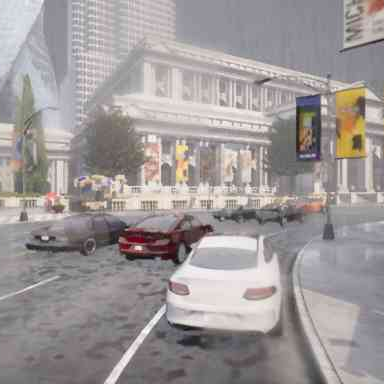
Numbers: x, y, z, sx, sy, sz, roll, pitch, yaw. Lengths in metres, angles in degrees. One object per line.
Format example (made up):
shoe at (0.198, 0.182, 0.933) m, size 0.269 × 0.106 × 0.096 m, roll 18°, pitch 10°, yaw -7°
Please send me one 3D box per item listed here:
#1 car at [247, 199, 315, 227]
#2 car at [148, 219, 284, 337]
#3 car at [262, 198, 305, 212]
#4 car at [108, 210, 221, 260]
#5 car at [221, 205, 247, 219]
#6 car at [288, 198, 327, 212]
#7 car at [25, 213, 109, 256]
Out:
car at (6.249, 1.496, 22.939) m, size 2.128 × 1.511 × 4.902 m, roll 0°, pitch 0°, yaw 43°
car at (0.836, 1.524, 6.696) m, size 1.812 × 1.442 × 4.674 m, roll 0°, pitch 0°, yaw 13°
car at (10.808, 1.514, 39.321) m, size 5.008 × 1.535 × 1.882 m, roll 0°, pitch 0°, yaw -29°
car at (-0.661, 1.485, 12.018) m, size 1.882 × 1.535 × 5.008 m, roll 0°, pitch 0°, yaw 21°
car at (3.719, 1.617, 25.358) m, size 1.895 × 1.301 × 4.718 m, roll 0°, pitch 0°, yaw 43°
car at (12.504, 1.407, 36.259) m, size 4.553 × 1.767 × 2.097 m, roll 0°, pitch 0°, yaw -29°
car at (-3.919, 1.562, 13.296) m, size 2.033 × 1.411 × 5.357 m, roll 0°, pitch 0°, yaw 21°
